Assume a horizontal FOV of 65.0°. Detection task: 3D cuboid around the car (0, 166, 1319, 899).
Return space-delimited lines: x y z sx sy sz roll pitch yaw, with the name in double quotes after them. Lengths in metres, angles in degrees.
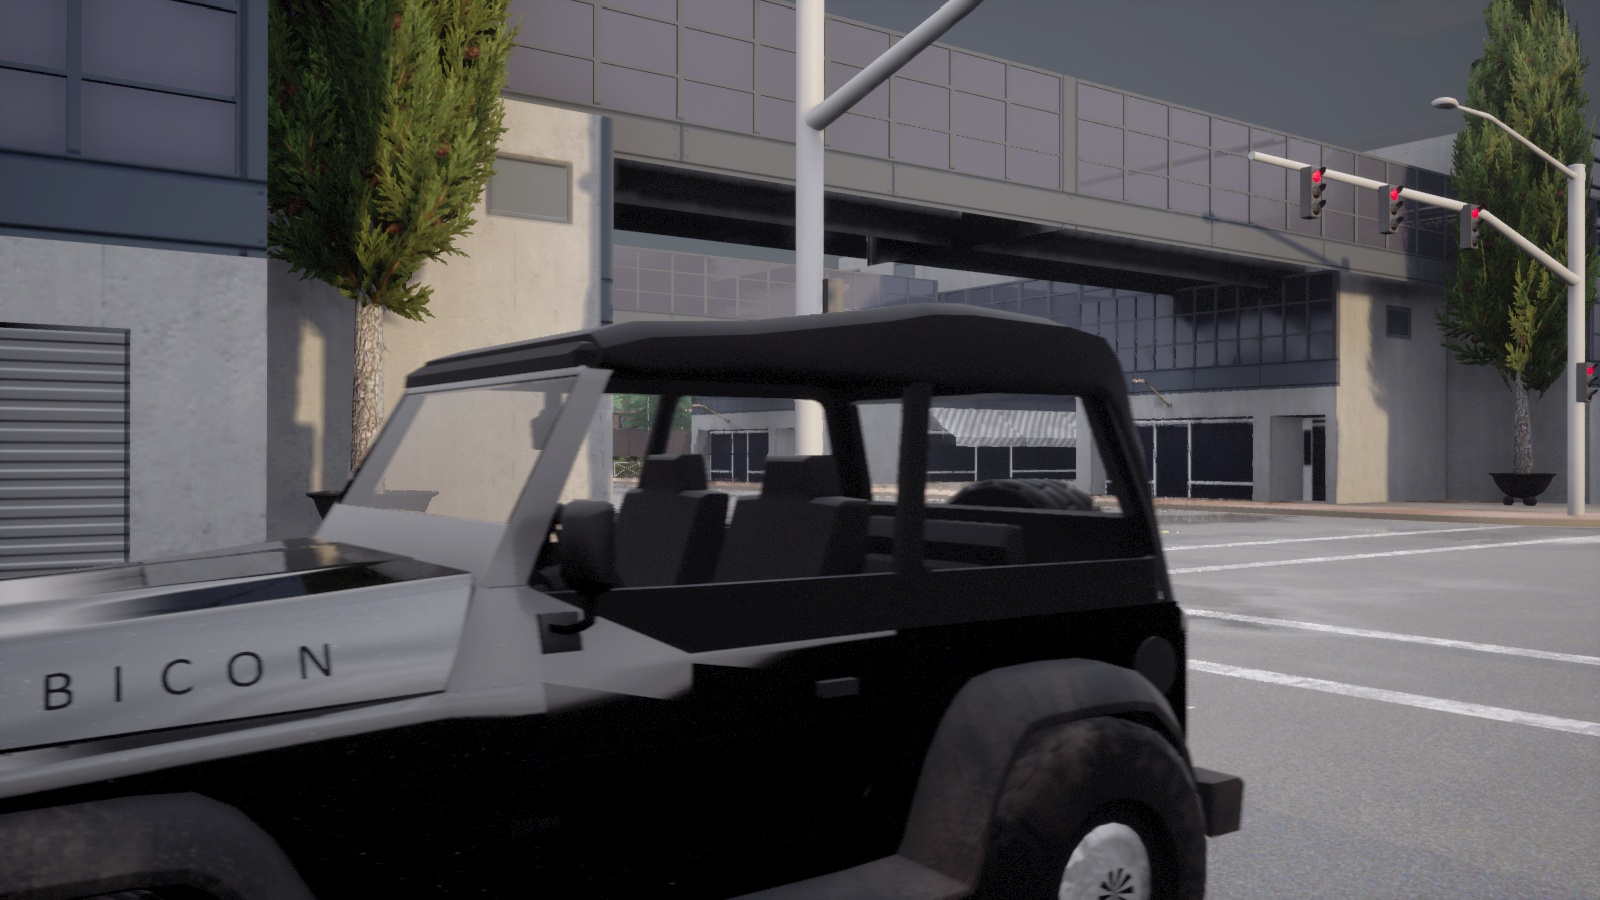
-0.672 0.550 3.196 3.866 1.878 1.905 0 0 -35 "car"
